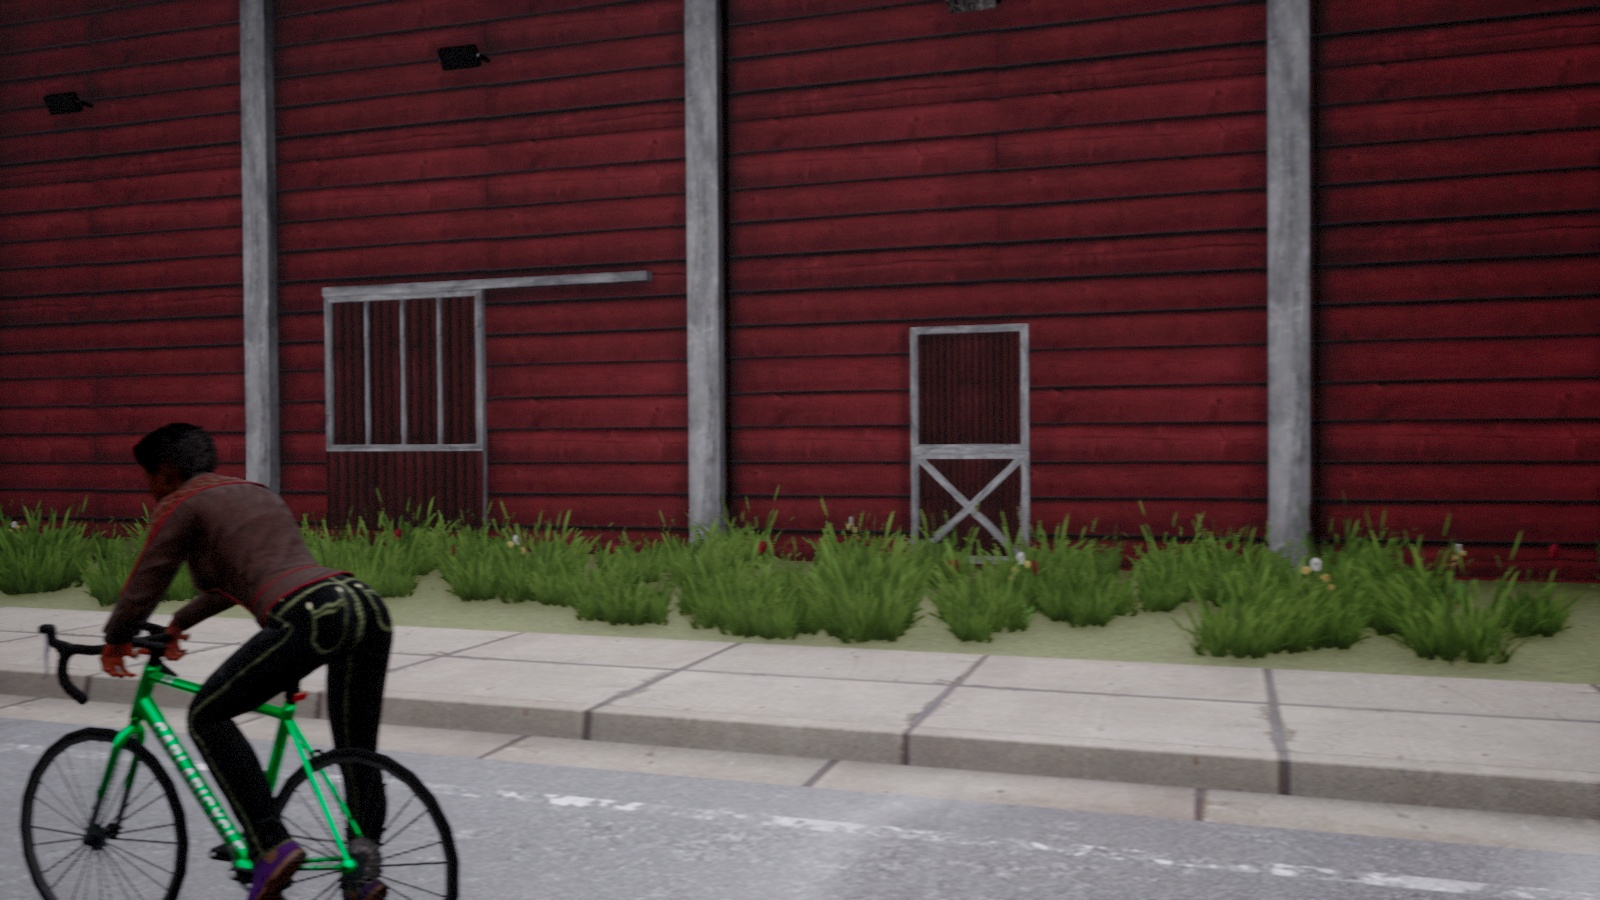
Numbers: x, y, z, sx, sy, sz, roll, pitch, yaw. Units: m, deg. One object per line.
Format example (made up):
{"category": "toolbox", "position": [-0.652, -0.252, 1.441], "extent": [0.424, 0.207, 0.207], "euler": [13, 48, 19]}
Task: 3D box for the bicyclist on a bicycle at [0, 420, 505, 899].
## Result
{"category": "bicyclist on a bicycle", "position": [-1.777, 0.730, 3.791], "extent": [1.656, 1.620, 0.582], "euler": [0, 1, 19]}
